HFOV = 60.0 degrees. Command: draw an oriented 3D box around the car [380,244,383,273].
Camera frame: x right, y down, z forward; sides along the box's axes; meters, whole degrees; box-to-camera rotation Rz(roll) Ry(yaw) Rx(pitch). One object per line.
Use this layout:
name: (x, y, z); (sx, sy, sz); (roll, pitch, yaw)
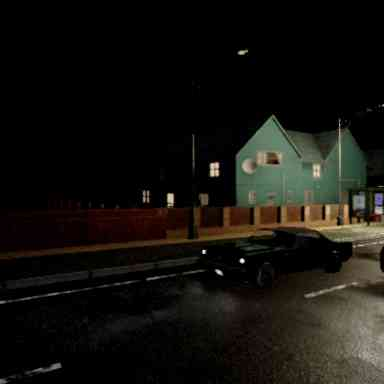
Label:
car: (7.284, 1.339, 8.874); (5.566, 2.045, 2.150); (1, 0, -35)

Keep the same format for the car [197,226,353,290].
car: (2.472, 1.679, 9.436); (4.718, 1.301, 1.895); (1, 0, -35)
